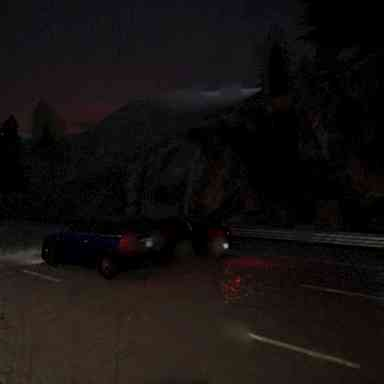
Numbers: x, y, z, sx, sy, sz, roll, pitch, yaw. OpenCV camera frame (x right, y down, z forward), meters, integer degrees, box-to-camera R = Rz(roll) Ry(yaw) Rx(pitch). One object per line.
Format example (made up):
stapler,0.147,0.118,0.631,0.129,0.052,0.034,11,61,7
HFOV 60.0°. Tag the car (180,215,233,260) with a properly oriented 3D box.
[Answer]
car,-0.690,1.687,13.414,4.892,1.490,1.837,0,-1,38

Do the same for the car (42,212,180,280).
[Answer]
car,-2.869,1.498,10.675,4.553,1.767,2.097,-1,-1,38
